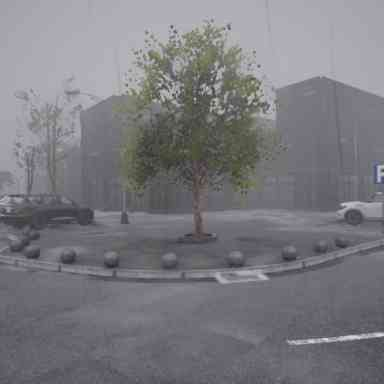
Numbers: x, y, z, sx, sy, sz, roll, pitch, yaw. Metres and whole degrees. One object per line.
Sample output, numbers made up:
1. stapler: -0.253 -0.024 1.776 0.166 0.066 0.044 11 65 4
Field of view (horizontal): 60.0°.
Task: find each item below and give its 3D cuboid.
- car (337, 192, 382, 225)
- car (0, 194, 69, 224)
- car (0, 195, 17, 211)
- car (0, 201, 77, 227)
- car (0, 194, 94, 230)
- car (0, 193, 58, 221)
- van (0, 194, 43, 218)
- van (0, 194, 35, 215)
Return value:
1. car: 11.800 0.958 20.098 5.566 2.045 2.435 -1 0 33
2. car: -12.484 1.155 25.344 2.435 2.045 5.566 0 0 31
3. car: -23.536 1.293 39.269 2.185 1.767 4.553 0 0 31
4. car: -10.626 1.433 23.030 2.163 1.488 4.792 0 0 31
5. car: -8.776 1.151 20.774 2.435 2.045 5.566 0 0 32
6. car: -14.329 1.157 27.657 2.435 2.045 5.566 0 0 31
7. van: -16.109 1.185 30.097 1.878 1.987 4.442 0 0 31
8. van: -17.955 1.187 32.410 1.878 1.987 4.442 0 0 31
